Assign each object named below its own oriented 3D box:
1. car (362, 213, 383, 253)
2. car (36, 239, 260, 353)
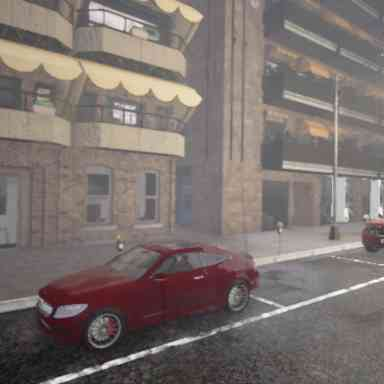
[{"bbox_3d":[8.487,1.327,12.552,5.009,1.841,2.192,0,1,-35],"label":"car"},{"bbox_3d":[-0.545,1.584,6.113,4.206,1.307,1.802,0,1,-35],"label":"car"}]
